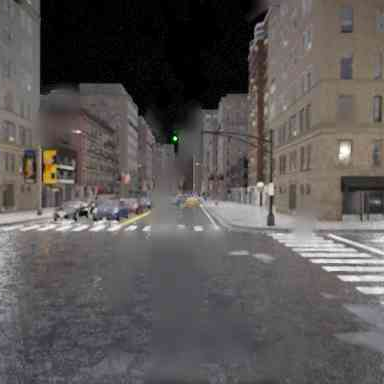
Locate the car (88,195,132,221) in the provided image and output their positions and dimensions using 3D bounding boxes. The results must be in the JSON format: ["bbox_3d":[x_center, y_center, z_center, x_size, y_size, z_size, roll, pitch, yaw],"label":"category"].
[{"bbox_3d":[-6.583,1.408,27.261,2.097,1.767,4.553,0,0,0],"label":"car"}]

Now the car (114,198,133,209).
[{"bbox_3d":[-9.831,1.666,48.126,1.812,1.442,4.674,0,0,0],"label":"car"}]

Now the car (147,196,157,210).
[{"bbox_3d":[-6.575,1.498,46.362,2.097,1.767,4.553,0,0,0],"label":"car"}]

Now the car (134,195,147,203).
[{"bbox_3d":[-9.732,1.366,63.200,1.812,1.442,4.674,0,0,0],"label":"car"}]

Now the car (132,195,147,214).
[{"bbox_3d":[-6.579,1.446,36.196,2.097,1.767,4.553,0,0,0],"label":"car"}]

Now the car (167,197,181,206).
[{"bbox_3d":[-3.234,1.789,58.166,1.994,1.385,4.181,0,0,0],"label":"car"}]

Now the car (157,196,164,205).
[{"bbox_3d":[-6.487,1.588,62.886,2.097,1.767,4.553,0,0,0],"label":"car"}]

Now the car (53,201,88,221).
[{"bbox_3d":[-9.834,1.535,27.595,2.128,1.511,4.902,0,0,0],"label":"car"}]

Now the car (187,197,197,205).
[{"bbox_3d":[0.018,1.779,68.201,2.128,1.511,4.902,0,0,0],"label":"car"}]

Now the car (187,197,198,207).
[{"bbox_3d":[0.016,1.713,57.783,1.882,1.535,5.008,0,0,0],"label":"car"}]

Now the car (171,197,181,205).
[{"bbox_3d":[-3.233,1.802,68.202,1.812,1.442,4.674,0,0,0],"label":"car"}]
